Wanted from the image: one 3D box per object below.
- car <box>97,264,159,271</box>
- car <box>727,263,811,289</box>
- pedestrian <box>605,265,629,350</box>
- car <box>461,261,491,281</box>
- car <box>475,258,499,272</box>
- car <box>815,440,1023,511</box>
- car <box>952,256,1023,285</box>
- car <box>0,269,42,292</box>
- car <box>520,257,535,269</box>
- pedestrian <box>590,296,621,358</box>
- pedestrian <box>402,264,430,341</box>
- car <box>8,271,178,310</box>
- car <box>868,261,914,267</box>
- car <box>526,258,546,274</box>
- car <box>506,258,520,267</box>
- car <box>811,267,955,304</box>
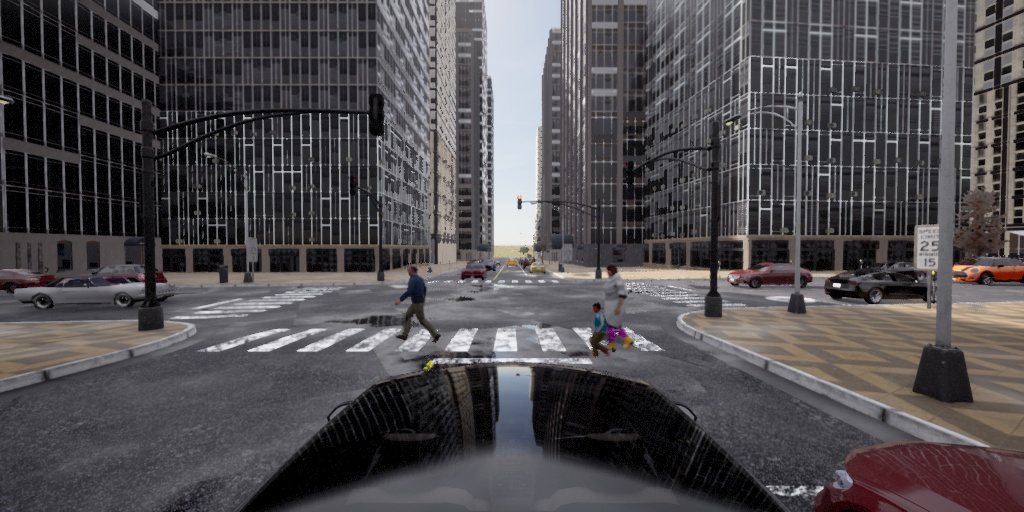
[{"bbox_3d":[-22.578,1.214,20.552,4.097,1.591,1.967,0,0,-5],"label":"car"},{"bbox_3d":[15.392,1.134,21.460,4.674,1.442,1.812,0,1,-5],"label":"car"},{"bbox_3d":[2.162,1.041,7.572,0.375,1.860,0.375,-1,1,0],"label":"pedestrian"},{"bbox_3d":[-3.109,1.334,30.053,1.895,1.301,4.718,0,0,0],"label":"car"},{"bbox_3d":[-3.108,1.072,45.159,2.097,1.767,4.553,0,0,0],"label":"car"},{"bbox_3d":[2.692,1.333,0.419,1.802,1.307,4.207,0,0,0],"label":"car"},{"bbox_3d":[29.991,0.874,22.800,4.553,1.767,2.097,0,1,-5],"label":"car"},{"bbox_3d":[-28.204,1.389,20.028,4.207,1.307,1.802,0,0,-5],"label":"car"},{"bbox_3d":[2.710,1.023,55.039,2.192,1.841,5.009,0,0,0],"label":"car"},{"bbox_3d":[1.732,1.421,6.973,0.500,1.100,0.500,-1,1,0],"label":"pedestrian"},{"bbox_3d":[-2.188,1.041,8.165,0.375,1.860,0.375,-1,1,0],"label":"pedestrian"},{"bbox_3d":[-17.346,1.468,15.211,4.718,1.301,1.895,0,1,-6],"label":"car"},{"bbox_3d":[26.431,1.054,25.088,4.313,1.339,1.948,0,0,-5],"label":"car"},{"bbox_3d":[2.806,1.251,39.957,1.751,1.417,4.829,0,0,0],"label":"car"},{"bbox_3d":[-0.025,1.173,65.017,1.882,1.535,5.008,0,0,0],"label":"car"},{"bbox_3d":[16.124,1.292,15.717,4.313,1.339,1.948,0,0,-5],"label":"car"}]
